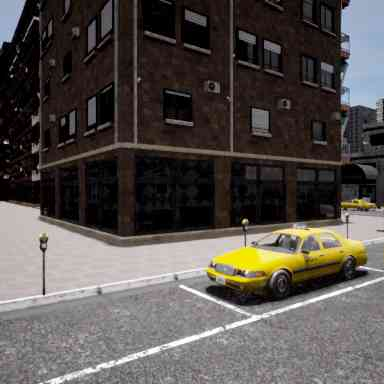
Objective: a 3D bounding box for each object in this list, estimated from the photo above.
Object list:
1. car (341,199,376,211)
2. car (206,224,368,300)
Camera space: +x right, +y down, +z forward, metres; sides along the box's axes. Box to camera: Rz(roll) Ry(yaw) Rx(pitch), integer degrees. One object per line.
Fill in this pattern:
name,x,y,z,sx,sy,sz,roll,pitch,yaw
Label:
car,19.235,1.470,39.617,1.752,1.417,4.829,0,0,-35
car,2.562,1.526,8.395,4.829,1.417,1.752,0,0,-36
